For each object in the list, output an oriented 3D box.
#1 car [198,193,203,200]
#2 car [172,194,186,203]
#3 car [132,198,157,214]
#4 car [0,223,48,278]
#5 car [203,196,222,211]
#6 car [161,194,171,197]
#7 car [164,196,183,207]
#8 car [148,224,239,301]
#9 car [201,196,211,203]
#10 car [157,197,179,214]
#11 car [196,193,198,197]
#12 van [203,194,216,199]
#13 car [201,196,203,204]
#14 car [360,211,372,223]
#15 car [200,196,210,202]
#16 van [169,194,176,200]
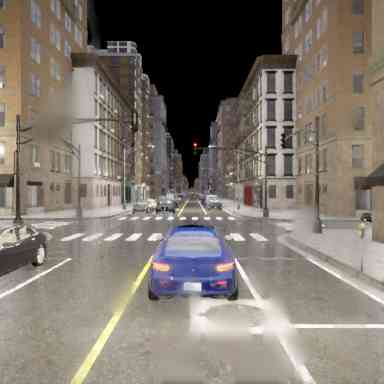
[{"bbox_3d":[2.823,1.307,62.660,2.192,1.841,5.009,0,0,0],"label":"car"},{"bbox_3d":[-2.622,1.557,63.461,1.994,1.385,4.181,0,0,1],"label":"car"},{"bbox_3d":[-5.288,1.546,35.651,2.008,1.369,4.403,0,0,0],"label":"car"},{"bbox_3d":[-5.362,1.550,8.775,2.008,1.369,4.403,0,0,0],"label":"car"},{"bbox_3d":[2.756,1.545,41.035,2.008,1.369,4.403,0,0,0],"label":"car"},{"bbox_3d":[-5.248,1.433,57.276,1.967,1.590,4.097,0,0,0],"label":"car"},{"bbox_3d":[-2.716,1.595,46.845,1.895,1.301,4.718,0,0,0],"label":"car"},{"bbox_3d":[0.042,1.525,8.212,1.812,1.442,4.674,0,0,1],"label":"car"},{"bbox_3d":[2.839,1.557,68.066,1.947,1.339,4.313,0,0,0],"label":"car"},{"bbox_3d":[-2.758,1.560,35.979,1.994,1.385,4.181,0,0,1],"label":"car"},{"bbox_3d":[2.922,1.533,95.098,1.887,1.381,4.507,0,0,0],"label":"car"},{"bbox_3d":[2.773,1.335,46.441,1.690,1.788,3.998,0,0,0],"label":"van"},{"bbox_3d":[2.789,1.575,51.848,1.802,1.307,4.206,0,0,0],"label":"car"},{"bbox_3d":[15.136,1.636,23.956,5.357,1.411,2.033,0,0,0],"label":"car"},{"bbox_3d":[2.856,1.542,73.473,2.008,1.369,4.403,0,0,0],"label":"car"},{"bbox_3d":[-5.186,1.330,89.713,1.690,1.788,3.998,0,0,0],"label":"van"}]
